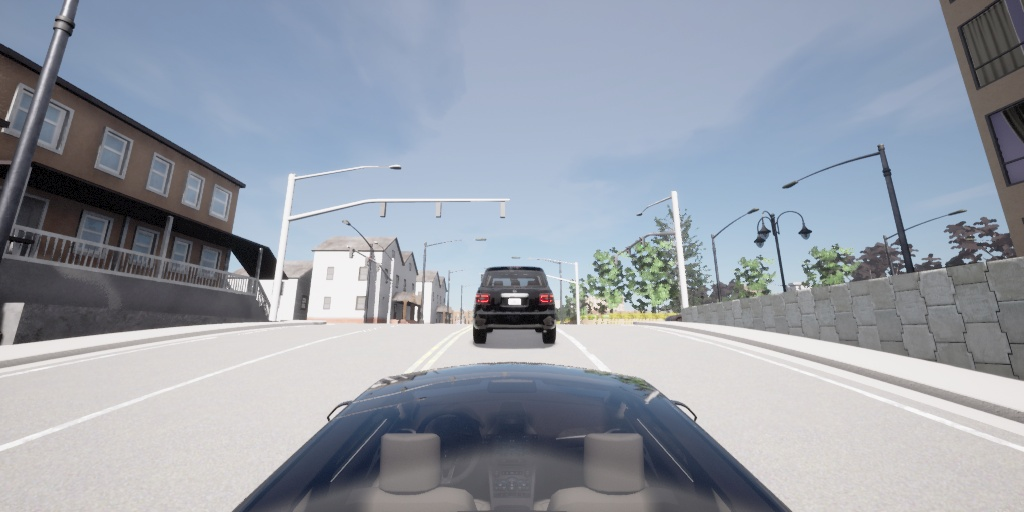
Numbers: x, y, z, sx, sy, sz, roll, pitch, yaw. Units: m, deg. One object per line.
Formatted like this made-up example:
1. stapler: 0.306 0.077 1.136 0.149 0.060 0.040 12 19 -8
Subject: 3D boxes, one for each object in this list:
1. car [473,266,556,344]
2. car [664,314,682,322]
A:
1. car: 0.069 1.502 11.183 2.150 2.045 5.566 0 -7 0
2. car: 15.886 5.452 31.716 4.553 1.767 2.097 0 -12 1
